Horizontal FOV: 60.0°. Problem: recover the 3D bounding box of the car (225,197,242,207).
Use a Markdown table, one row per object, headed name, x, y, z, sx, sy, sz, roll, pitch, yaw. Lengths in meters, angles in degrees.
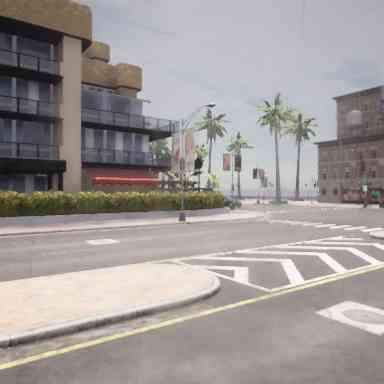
| name | x | y | z | sx | sy | sz | roll | pitch | yaw |
| --- | --- | --- | --- | --- | --- | --- | --- | --- | --- |
| car | 5.702 | 1.567 | 51.549 | 1.837 | 1.490 | 4.892 | 0 | 0 | -35 |
